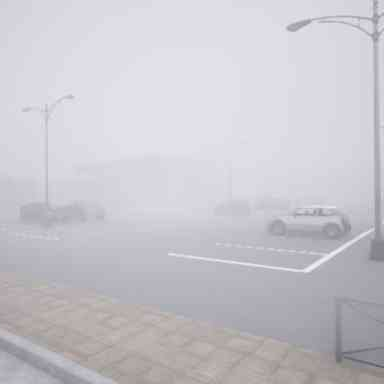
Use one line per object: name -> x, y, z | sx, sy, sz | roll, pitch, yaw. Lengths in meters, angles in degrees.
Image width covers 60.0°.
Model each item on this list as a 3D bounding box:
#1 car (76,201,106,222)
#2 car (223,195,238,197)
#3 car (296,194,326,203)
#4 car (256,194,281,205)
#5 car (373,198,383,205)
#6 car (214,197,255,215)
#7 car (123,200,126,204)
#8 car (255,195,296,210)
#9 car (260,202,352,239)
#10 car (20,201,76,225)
car -> -9.327, 1.551, 27.516 | 5.027, 1.636, 2.152 | -1, 0, 36
car -> 8.865, 1.443, 74.011 | 2.150, 2.045, 5.566 | -1, 0, 36
car -> 17.668, 1.236, 50.285 | 4.605, 1.855, 1.932 | -1, 0, 36
car -> 13.241, 1.289, 57.573 | 3.866, 1.878, 1.905 | -1, 0, 36
car -> 29.848, 1.341, 50.005 | 4.514, 1.523, 2.007 | -1, 0, 36
car -> 3.848, 1.467, 32.578 | 3.633, 1.501, 1.845 | -1, 0, 36
car -> -13.922, 2.012, 78.022 | 2.242, 1.667, 4.611 | -1, 0, 36
car -> 9.763, 1.444, 40.632 | 4.514, 1.523, 2.007 | -1, 0, 36
car -> 5.677, 1.429, 16.413 | 3.806, 1.475, 1.970 | -1, 0, 36
car -> -11.131, 1.560, 24.949 | 4.514, 1.523, 2.007 | -1, 0, 36
